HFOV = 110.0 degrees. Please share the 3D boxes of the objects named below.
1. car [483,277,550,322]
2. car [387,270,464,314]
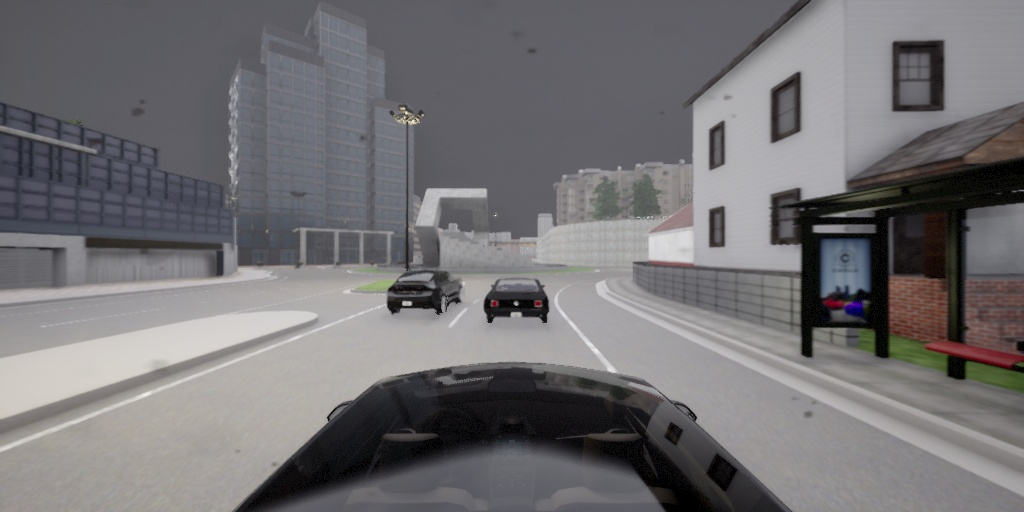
[{"bbox_3d":[0.211,1.357,12.216,1.895,1.301,4.718,0,0,2],"label":"car"},{"bbox_3d":[-3.147,1.262,13.819,1.837,1.490,4.892,0,0,4],"label":"car"}]
